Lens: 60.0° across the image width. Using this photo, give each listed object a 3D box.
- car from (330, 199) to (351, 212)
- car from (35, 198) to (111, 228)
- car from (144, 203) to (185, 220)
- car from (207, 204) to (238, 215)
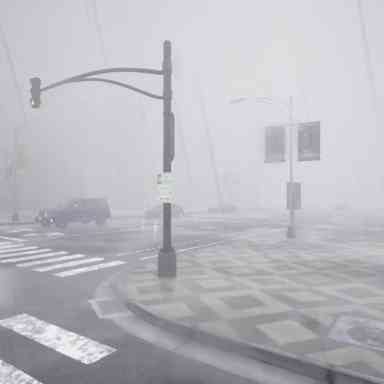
[{"bbox_3d":[24.540,2.382,54.106,2.128,1.511,4.902,0,-1,35],"label":"car"},{"bbox_3d":[-8.550,1.461,24.492,2.150,2.045,5.566,0,-1,35],"label":"car"},{"bbox_3d":[-2.634,1.893,32.860,1.837,1.490,4.892,0,-1,36],"label":"car"},{"bbox_3d":[3.922,2.155,42.128,1.895,1.301,4.718,0,-1,35],"label":"car"}]
